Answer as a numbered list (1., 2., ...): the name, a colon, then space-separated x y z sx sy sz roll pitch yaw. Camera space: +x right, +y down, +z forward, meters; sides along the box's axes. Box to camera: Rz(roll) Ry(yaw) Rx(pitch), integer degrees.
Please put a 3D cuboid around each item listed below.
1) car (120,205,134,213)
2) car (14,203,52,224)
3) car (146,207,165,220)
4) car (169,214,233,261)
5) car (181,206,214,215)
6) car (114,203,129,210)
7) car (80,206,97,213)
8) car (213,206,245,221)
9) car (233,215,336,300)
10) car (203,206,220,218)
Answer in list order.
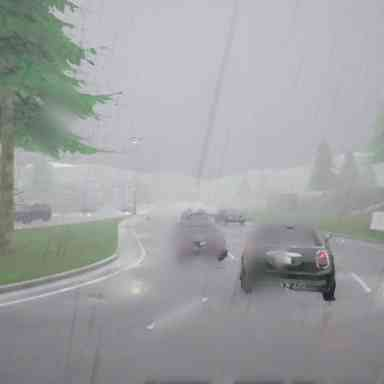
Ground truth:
1. car: -12.506 3.240 64.303 2.033 1.411 5.357 -1 -1 1
2. car: -17.166 2.246 35.201 2.150 2.045 5.566 -1 -1 10
3. car: -4.327 2.545 39.850 1.812 1.442 4.674 -1 -1 -3
4. car: 0.119 1.892 13.849 2.033 1.411 5.357 0 -1 -6
5. car: 0.180 2.226 29.848 2.128 1.511 4.902 0 -1 -10
6. car: -15.893 3.162 75.159 2.128 1.511 4.902 -1 -1 1
7. car: -19.519 3.329 62.980 1.895 1.301 4.718 -1 -1 1
8. car: 3.525 2.283 31.165 2.033 1.411 5.357 0 -1 -9
9. car: 2.758 1.562 9.301 2.097 1.767 4.553 -1 -2 20
10. car: 2.556 2.599 44.646 1.812 1.442 4.674 -1 -1 -1
